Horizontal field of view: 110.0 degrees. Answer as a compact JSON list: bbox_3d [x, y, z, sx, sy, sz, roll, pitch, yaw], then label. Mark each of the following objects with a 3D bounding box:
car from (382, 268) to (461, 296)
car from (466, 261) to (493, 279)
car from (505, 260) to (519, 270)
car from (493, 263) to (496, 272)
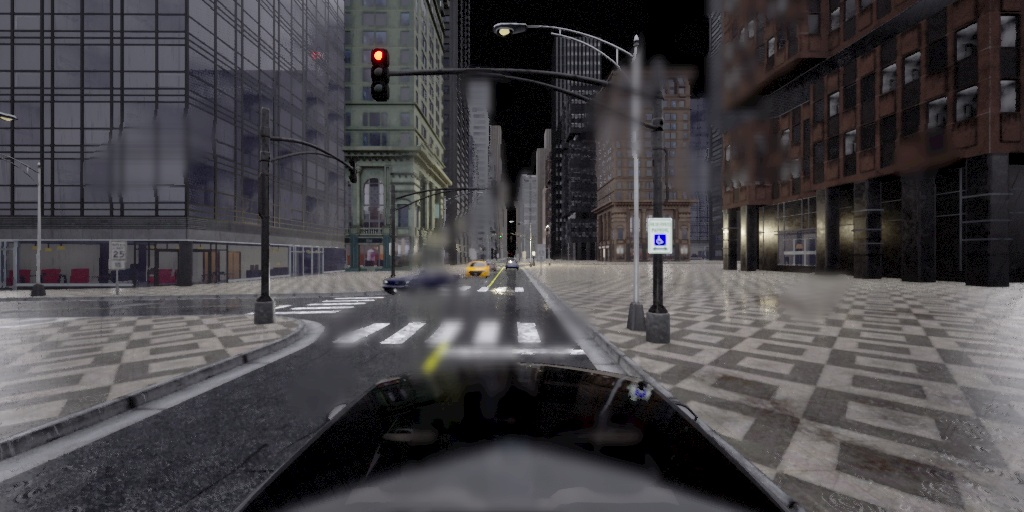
[{"bbox_3d":[-4.811,1.367,19.726,1.895,1.301,4.718,-1,0,24],"label":"car"},{"bbox_3d":[-3.090,1.228,32.964,1.882,1.535,5.008,0,1,0],"label":"car"},{"bbox_3d":[0.015,1.325,53.451,1.994,1.385,4.181,0,0,0],"label":"car"},{"bbox_3d":[-3.074,1.321,46.525,1.994,1.385,4.181,0,0,0],"label":"car"}]
